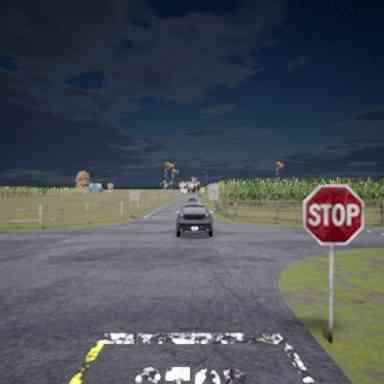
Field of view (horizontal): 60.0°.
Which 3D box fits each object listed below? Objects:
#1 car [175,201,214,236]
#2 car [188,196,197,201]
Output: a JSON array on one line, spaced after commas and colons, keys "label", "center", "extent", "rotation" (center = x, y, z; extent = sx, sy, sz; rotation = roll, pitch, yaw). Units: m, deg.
[{"label": "car", "center": [0.128, 1.469, 18.336], "extent": [1.837, 1.490, 4.892], "rotation": [0, 0, 0]}, {"label": "car", "center": [0.125, 1.427, 73.212], "extent": [1.895, 1.301, 4.718], "rotation": [0, 0, 0]}]
